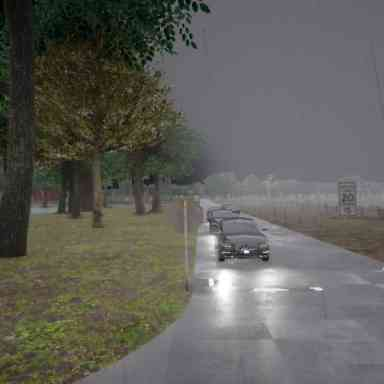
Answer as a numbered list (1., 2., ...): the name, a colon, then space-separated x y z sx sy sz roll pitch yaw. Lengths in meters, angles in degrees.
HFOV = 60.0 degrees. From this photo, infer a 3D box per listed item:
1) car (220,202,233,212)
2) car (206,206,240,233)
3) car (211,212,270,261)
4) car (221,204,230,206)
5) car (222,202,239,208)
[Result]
1. car: 5.932 2.549 57.076 1.837 1.490 4.892 -1 -1 1
2. car: 2.158 2.012 23.628 1.837 1.490 4.892 -1 -1 2
3. car: 1.912 1.827 13.736 1.837 1.490 4.892 -1 -1 2
4. car: 2.423 2.244 33.983 2.033 1.411 5.357 -1 -1 2
5. car: 5.693 2.437 47.230 1.994 1.385 4.181 -1 -1 1
